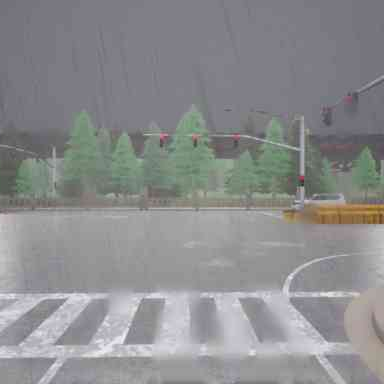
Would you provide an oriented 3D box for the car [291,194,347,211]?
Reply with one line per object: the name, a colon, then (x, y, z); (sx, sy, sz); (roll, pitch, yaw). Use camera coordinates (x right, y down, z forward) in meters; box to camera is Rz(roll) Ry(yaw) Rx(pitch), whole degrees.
car: (13.535, 1.221, 35.445); (5.566, 2.045, 2.150); (0, 0, -2)
